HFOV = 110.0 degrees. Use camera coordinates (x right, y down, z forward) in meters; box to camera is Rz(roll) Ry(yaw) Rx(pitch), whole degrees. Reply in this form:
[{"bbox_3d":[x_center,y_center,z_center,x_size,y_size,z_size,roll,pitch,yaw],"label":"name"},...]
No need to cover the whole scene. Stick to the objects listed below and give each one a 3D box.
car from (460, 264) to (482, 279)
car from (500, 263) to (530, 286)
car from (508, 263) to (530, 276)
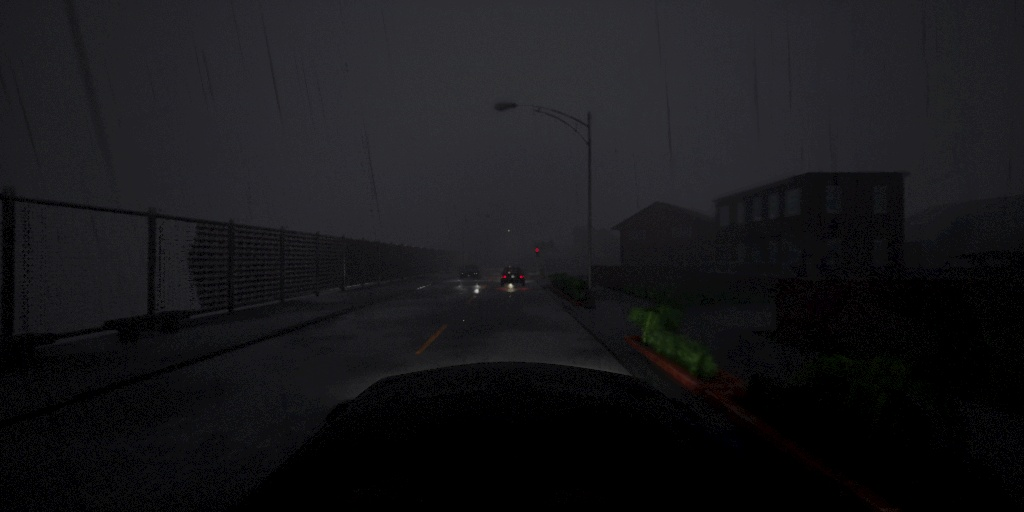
[{"bbox_3d":[-4.037,1.576,35.779,1.837,1.490,4.892,0,0,0],"label":"car"},{"bbox_3d":[0.071,1.493,27.283,2.033,1.411,5.357,0,0,0],"label":"car"},{"bbox_3d":[0.877,1.599,43.929,1.812,1.442,4.674,0,0,12],"label":"car"}]
